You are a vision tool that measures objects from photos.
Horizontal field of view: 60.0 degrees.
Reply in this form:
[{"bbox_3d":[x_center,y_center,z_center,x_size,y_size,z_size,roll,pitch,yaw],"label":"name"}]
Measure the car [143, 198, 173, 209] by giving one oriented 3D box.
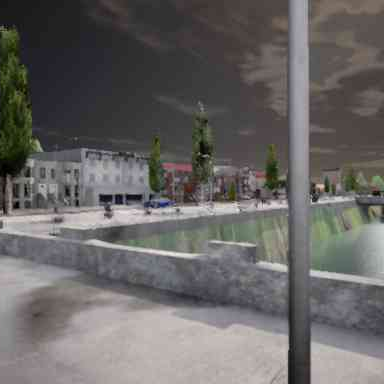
[{"bbox_3d":[-4.663,1.546,46.408,1.882,1.535,5.008,0,0,36],"label":"car"}]
